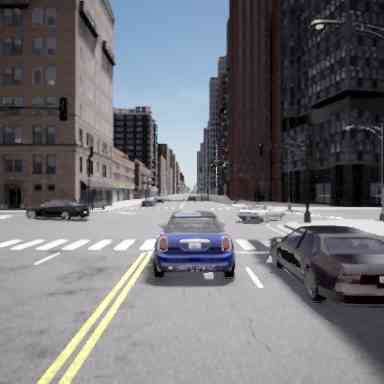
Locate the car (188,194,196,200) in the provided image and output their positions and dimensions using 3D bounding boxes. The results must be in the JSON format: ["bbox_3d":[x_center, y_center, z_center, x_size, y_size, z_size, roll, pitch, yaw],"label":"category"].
[{"bbox_3d":[0.003,1.404,91.203,1.882,1.535,5.008,0,0,0],"label":"car"}]

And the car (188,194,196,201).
[{"bbox_3d":[0.002,1.442,80.784,1.882,1.535,5.008,0,0,0],"label":"car"}]

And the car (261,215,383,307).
[{"bbox_3d":[3.350,1.544,8.201,2.033,1.411,5.357,0,0,0],"label":"car"}]

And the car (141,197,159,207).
[{"bbox_3d":[-6.566,1.582,50.749,1.895,1.301,4.718,0,0,0],"label":"car"}]

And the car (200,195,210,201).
[{"bbox_3d":[3.252,1.489,80.783,2.128,1.511,4.902,0,0,0],"label":"car"}]

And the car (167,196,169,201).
[{"bbox_3d":[-6.498,1.489,79.186,1.812,1.442,4.674,0,0,0],"label":"car"}]

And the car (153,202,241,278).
[{"bbox_3d":[0.000,1.347,10.296,2.097,1.767,4.553,0,0,-2],"label":"car"}]

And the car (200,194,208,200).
[{"bbox_3d":[3.252,1.451,91.203,2.128,1.511,4.902,0,0,0],"label":"car"}]

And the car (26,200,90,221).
[{"bbox_3d":[-10.370,1.347,25.655,5.008,1.535,1.882,0,-2,17],"label":"car"}]

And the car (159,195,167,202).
[{"bbox_3d":[-6.506,1.577,65.329,1.895,1.301,4.718,0,0,0],"label":"car"}]

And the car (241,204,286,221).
[{"bbox_3d":[5.603,1.618,26.095,1.895,1.301,4.718,0,-1,40],"label":"car"}]
